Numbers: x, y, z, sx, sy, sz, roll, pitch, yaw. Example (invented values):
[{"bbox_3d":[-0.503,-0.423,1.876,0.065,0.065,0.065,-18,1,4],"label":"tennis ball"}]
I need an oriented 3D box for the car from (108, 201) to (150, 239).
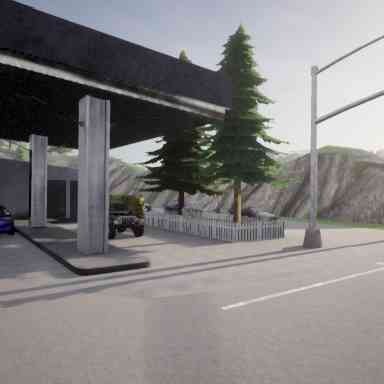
[{"bbox_3d":[-4.248,1.448,18.395,1.905,1.878,3.866,1,0,-35],"label":"car"}]

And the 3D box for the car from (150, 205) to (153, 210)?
[{"bbox_3d":[-6.889,1.666,41.467,2.033,1.411,5.357,1,0,-34],"label":"car"}]

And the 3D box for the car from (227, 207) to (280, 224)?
[{"bbox_3d":[4.548,1.815,24.883,1.994,1.385,4.181,1,0,-35],"label":"car"}]

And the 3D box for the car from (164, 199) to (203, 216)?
[{"bbox_3d":[-0.856,1.541,32.721,2.097,1.767,4.553,1,0,-35],"label":"car"}]

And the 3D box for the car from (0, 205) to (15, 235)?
[{"bbox_3d":[-11.376,1.525,18.673,2.242,1.667,4.611,1,0,-35],"label":"car"}]
